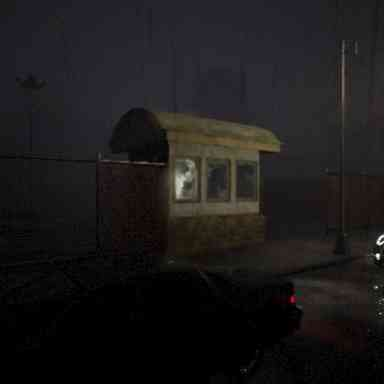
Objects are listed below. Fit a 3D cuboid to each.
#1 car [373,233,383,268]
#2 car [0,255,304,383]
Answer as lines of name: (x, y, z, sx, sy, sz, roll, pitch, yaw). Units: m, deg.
car: (7.363, 1.353, 9.836, 4.553, 1.767, 2.097, 0, 0, -35)
car: (-0.946, 1.549, 3.931, 5.357, 1.411, 2.033, 0, 0, -36)
